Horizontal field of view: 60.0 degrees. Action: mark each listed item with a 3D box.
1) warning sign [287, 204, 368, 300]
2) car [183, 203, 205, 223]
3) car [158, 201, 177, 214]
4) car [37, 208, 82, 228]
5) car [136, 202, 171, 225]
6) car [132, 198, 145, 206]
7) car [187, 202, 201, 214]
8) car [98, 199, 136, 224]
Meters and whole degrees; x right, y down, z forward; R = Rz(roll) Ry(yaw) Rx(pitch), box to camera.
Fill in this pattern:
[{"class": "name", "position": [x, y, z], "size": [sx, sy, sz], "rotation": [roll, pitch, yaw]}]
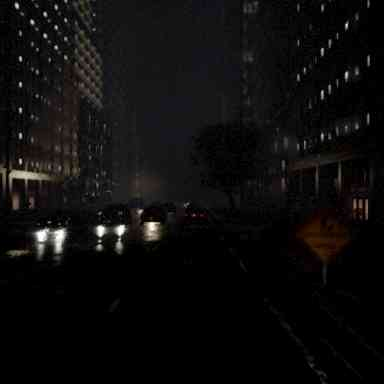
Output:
[{"class": "warning sign", "position": [2.881, 1.223, 7.219], "size": [1.300, 1.860, 1.060], "rotation": [1, 0, 0]}, {"class": "car", "position": [0.173, 1.972, 29.662], "size": [2.033, 1.411, 5.357], "rotation": [0, -1, 0]}, {"class": "car", "position": [-3.063, 2.113, 44.723], "size": [1.882, 1.535, 5.008], "rotation": [0, -1, 0]}, {"class": "car", "position": [-9.739, 1.911, 24.734], "size": [1.994, 1.385, 4.181], "rotation": [0, -1, 1]}, {"class": "car", "position": [-3.116, 1.875, 27.971], "size": [1.882, 1.535, 5.008], "rotation": [0, -1, 1]}, {"class": "car", "position": [-9.644, 2.051, 58.621], "size": [2.150, 2.045, 5.566], "rotation": [0, -1, 1]}, {"class": "car", "position": [0.214, 2.174, 45.432], "size": [1.812, 1.442, 4.674], "rotation": [0, -1, 0]}, {"class": "car", "position": [-6.446, 1.750, 28.257], "size": [2.097, 1.767, 4.553], "rotation": [0, -1, 0]}]
